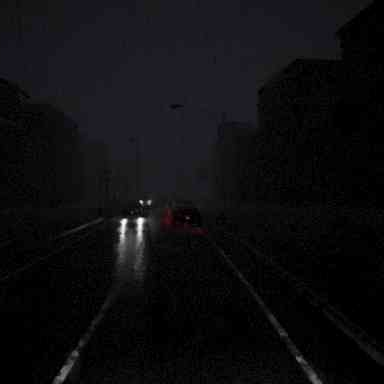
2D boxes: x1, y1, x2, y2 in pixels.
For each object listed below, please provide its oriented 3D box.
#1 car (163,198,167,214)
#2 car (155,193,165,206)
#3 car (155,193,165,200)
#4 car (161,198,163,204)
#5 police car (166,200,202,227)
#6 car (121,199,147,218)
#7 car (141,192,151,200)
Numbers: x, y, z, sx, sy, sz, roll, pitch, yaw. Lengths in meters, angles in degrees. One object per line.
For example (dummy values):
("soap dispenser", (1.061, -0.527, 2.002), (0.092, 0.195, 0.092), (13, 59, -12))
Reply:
("car", (-1.643, 1.594, 32.631), (1.801, 1.575, 5.366), (0, -1, -6))
("car", (-5.343, 1.532, 57.657), (1.837, 1.490, 4.892), (0, 1, -6))
("car", (-7.009, 0.904, 72.555), (1.994, 1.385, 4.181), (0, 3, -6))
("car", (-2.287, 1.730, 38.410), (1.812, 1.442, 4.674), (0, 0, -6))
("police car", (-0.527, 1.387, 22.587), (1.930, 1.638, 5.238), (0, -1, -6))
("car", (-5.551, 1.660, 31.632), (1.837, 1.490, 4.892), (0, -1, -6))
("car", (-9.968, 0.759, 72.015), (2.097, 1.767, 4.553), (0, 3, -6))
